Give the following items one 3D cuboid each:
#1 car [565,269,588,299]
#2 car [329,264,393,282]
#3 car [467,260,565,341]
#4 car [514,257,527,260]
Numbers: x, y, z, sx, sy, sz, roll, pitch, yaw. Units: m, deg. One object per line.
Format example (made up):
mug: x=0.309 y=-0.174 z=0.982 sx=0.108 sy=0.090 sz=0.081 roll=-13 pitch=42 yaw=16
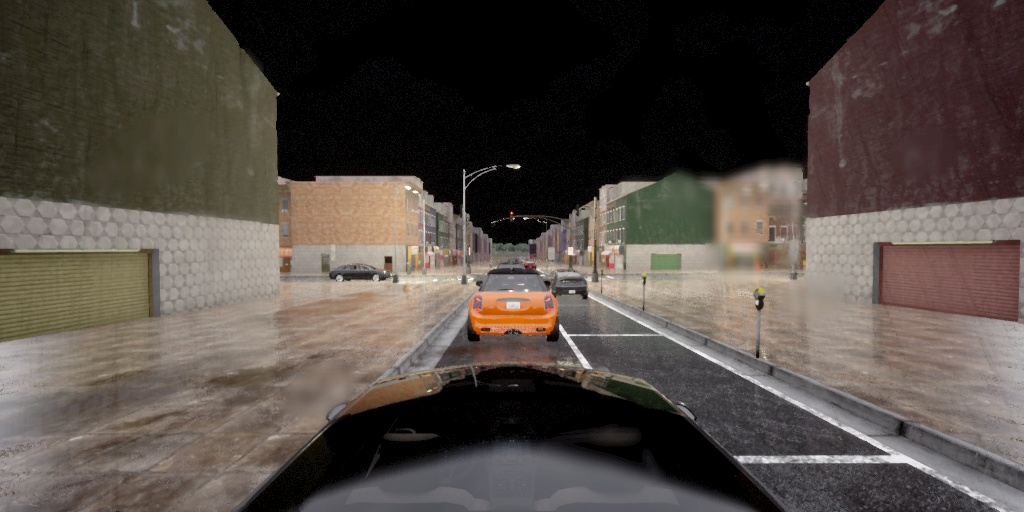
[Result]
car: x=2.581 y=1.297 z=17.546 sx=2.007 sy=1.370 sz=4.403 roll=0 pitch=0 yaw=0
car: x=-12.336 y=1.366 z=29.420 sx=4.892 sy=1.490 sz=1.837 roll=0 pitch=1 yaw=-2
car: x=0.037 y=1.100 z=9.973 sx=2.097 sy=1.767 sz=4.553 roll=0 pitch=0 yaw=0
car: x=-0.064 y=1.099 z=19.864 sx=2.097 sy=1.767 sz=4.553 roll=0 pitch=0 yaw=0
